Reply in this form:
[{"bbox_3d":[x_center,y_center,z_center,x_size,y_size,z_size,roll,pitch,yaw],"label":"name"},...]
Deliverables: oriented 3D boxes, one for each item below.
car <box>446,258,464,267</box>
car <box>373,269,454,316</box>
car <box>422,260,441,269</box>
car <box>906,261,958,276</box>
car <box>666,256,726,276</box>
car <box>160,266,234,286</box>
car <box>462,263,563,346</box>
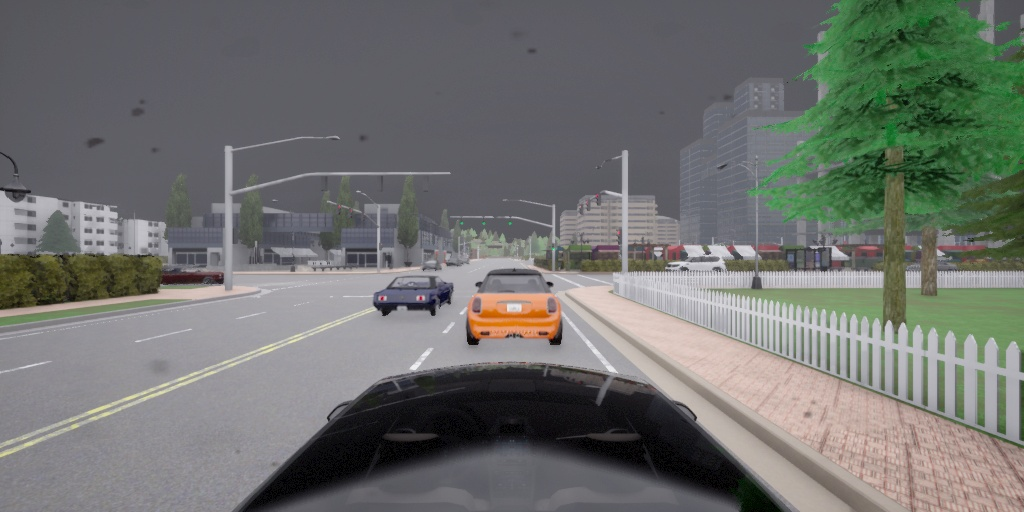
[{"bbox_3d":[-10.554,1.101,64.635,2.097,1.767,4.553,0,0,0],"label":"car"},{"bbox_3d":[-3.416,1.351,13.434,1.895,1.301,4.718,0,0,0],"label":"car"},{"bbox_3d":[-10.595,1.276,47.586,1.812,1.442,4.674,0,0,0],"label":"car"},{"bbox_3d":[42.451,1.242,36.660,4.902,1.511,2.128,0,0,-1],"label":"car"},{"bbox_3d":[18.499,0.971,36.107,5.566,2.045,2.150,0,0,-1],"label":"car"},{"bbox_3d":[-21.637,1.351,23.985,4.718,1.301,1.895,0,0,-15],"label":"car"},{"bbox_3d":[0.065,1.101,9.582,2.097,1.767,4.553,0,0,0],"label":"car"}]
